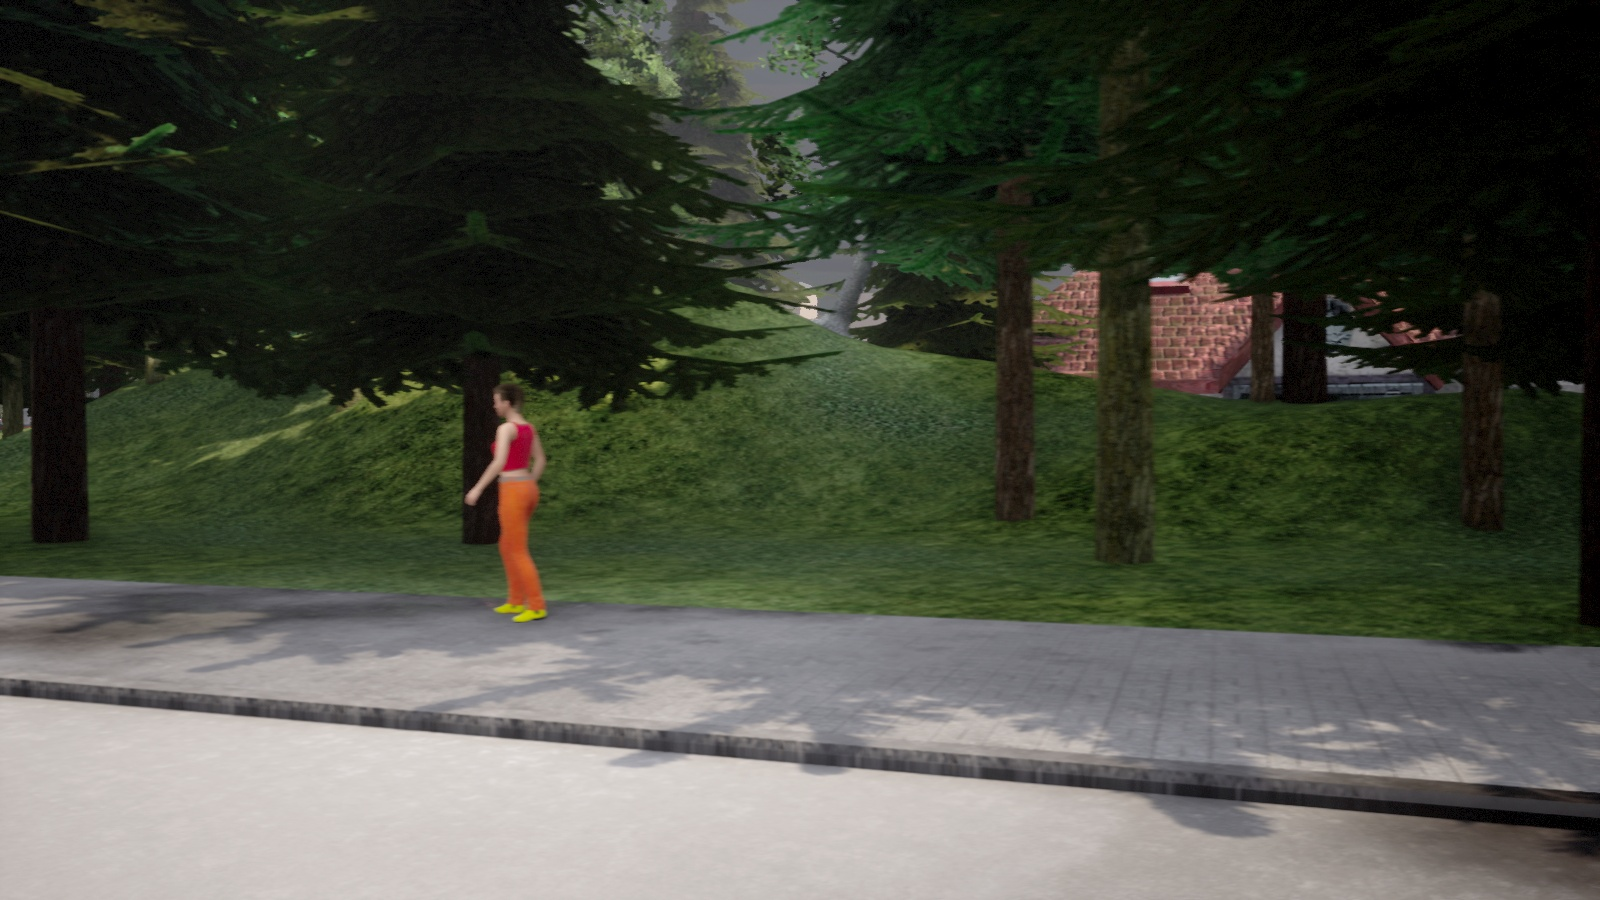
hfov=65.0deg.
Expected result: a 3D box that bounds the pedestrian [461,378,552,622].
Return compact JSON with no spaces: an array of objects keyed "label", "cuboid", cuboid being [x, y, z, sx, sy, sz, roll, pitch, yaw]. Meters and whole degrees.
[{"label":"pedestrian","cuboid":[-2.272,0.372,9.719,0.594,1.836,0.345,0,1,17]}]
